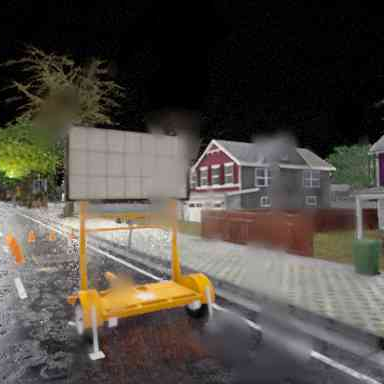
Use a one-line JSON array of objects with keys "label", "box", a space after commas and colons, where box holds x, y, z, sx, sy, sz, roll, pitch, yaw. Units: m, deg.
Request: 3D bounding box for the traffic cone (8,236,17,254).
[{"label": "traffic cone", "box": [-7.083, 2.188, 13.344, 0.340, 0.580, 0.340, 0, -1, -31]}]

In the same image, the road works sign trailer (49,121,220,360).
[{"label": "road works sign trailer", "box": [-1.217, 0.560, 6.411, 2.380, 3.560, 2.880, 0, -1, -32]}]

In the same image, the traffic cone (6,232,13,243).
[{"label": "traffic cone", "box": [-8.127, 2.220, 15.050, 0.340, 0.580, 0.340, 0, -1, -31]}]

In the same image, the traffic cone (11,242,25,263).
[{"label": "traffic cone", "box": [-6.039, 2.156, 11.638, 0.340, 0.580, 0.340, 0, -1, -31]}]

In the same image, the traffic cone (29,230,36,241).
[{"label": "traffic cone", "box": [-8.318, 2.252, 17.277, 0.340, 0.580, 0.340, 0, -1, -31]}]
